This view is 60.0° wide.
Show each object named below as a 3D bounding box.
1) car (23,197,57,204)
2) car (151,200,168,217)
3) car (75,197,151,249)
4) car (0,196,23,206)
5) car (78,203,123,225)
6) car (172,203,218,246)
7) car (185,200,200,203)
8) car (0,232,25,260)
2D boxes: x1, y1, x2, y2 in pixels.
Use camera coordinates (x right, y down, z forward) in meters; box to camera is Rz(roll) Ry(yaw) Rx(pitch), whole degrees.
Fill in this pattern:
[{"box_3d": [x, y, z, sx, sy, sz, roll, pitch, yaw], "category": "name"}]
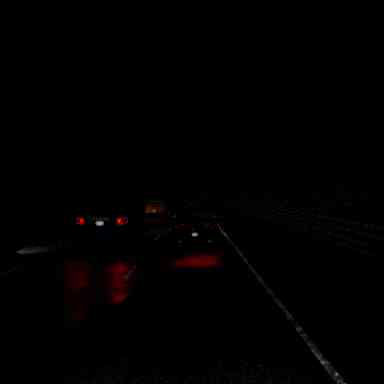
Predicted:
[{"box_3d": [-17.764, 1.432, 39.771, 2.097, 1.767, 4.553, 0, 0, -1], "category": "car"}, {"box_3d": [-3.453, 1.546, 32.610, 1.882, 1.535, 5.008, 0, 0, -1], "category": "car"}, {"box_3d": [-3.391, 1.245, 14.840, 2.150, 2.045, 5.566, 0, 0, 0], "category": "car"}, {"box_3d": [-21.261, 1.555, 39.601, 1.882, 1.535, 5.008, 0, 0, -1], "category": "car"}, {"box_3d": [-6.895, 1.598, 25.676, 2.033, 1.411, 5.357, 0, 0, 0], "category": "car"}, {"box_3d": [0.114, 1.502, 15.370, 1.882, 1.535, 5.008, 0, 0, 0], "category": "car"}, {"box_3d": [0.047, 1.547, 32.598, 1.882, 1.535, 5.008, 0, 0, -1], "category": "car"}, {"box_3d": [-6.910, 1.560, 9.440, 2.033, 1.411, 5.357, 0, 0, 0], "category": "car"}]
